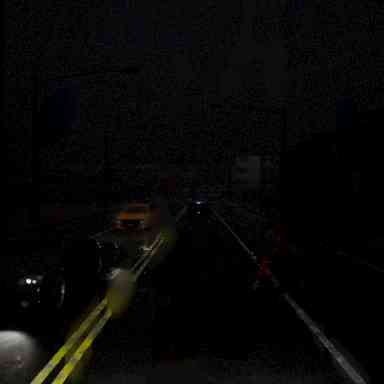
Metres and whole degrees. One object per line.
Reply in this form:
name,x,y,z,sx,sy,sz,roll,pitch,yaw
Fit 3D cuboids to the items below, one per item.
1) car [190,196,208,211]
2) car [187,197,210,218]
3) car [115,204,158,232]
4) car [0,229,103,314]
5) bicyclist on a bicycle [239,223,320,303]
car,0.820,1.352,41.351,2.097,1.767,4.553,0,0,1
car,0.620,1.490,29.771,2.128,1.511,4.902,0,0,1
car,-3.244,1.477,20.160,1.882,1.535,5.008,0,0,1
car,-3.481,1.563,7.582,1.994,1.385,4.181,0,0,1
bicyclist on a bicycle,1.763,1.453,6.776,1.656,1.620,0.582,-2,0,1
